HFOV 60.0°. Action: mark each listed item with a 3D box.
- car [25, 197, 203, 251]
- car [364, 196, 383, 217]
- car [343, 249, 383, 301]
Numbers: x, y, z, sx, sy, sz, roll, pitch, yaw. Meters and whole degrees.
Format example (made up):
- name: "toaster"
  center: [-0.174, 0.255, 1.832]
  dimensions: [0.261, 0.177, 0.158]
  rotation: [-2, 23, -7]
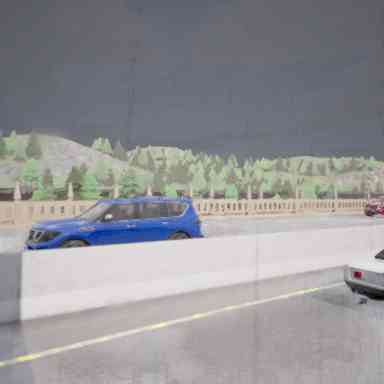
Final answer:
- name: "car"
  center: [-2.253, 1.198, 10.725]
  dimensions: [5.566, 2.045, 2.150]
  rotation: [0, 0, -33]
- name: "car"
  center: [18.600, 1.361, 31.156]
  dimensions: [5.566, 2.045, 2.150]
  rotation: [0, 0, -30]
- name: "car"
  center: [5.431, 1.630, 7.002]
  dimensions: [4.718, 1.301, 1.895]
  rotation: [0, 0, -31]
